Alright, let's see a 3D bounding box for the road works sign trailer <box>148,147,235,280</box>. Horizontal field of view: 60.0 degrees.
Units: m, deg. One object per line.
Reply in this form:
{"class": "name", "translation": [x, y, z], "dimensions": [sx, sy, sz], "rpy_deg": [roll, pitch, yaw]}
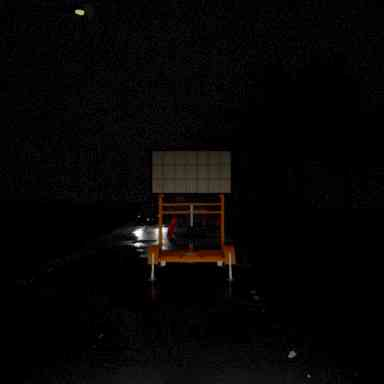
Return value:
{"class": "road works sign trailer", "translation": [-0.011, 0.471, 9.901], "dimensions": [2.380, 3.560, 2.880], "rpy_deg": [0, 0, 0]}

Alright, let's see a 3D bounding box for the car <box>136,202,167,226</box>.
{"class": "car", "translation": [-2.830, 1.535, 23.964], "dimensions": [1.837, 1.490, 4.892], "rpy_deg": [0, 0, 0]}

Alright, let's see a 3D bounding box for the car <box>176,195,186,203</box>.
{"class": "car", "translation": [-2.678, 1.736, 80.512], "dimensions": [2.150, 2.045, 5.566], "rpy_deg": [0, -1, 0]}
